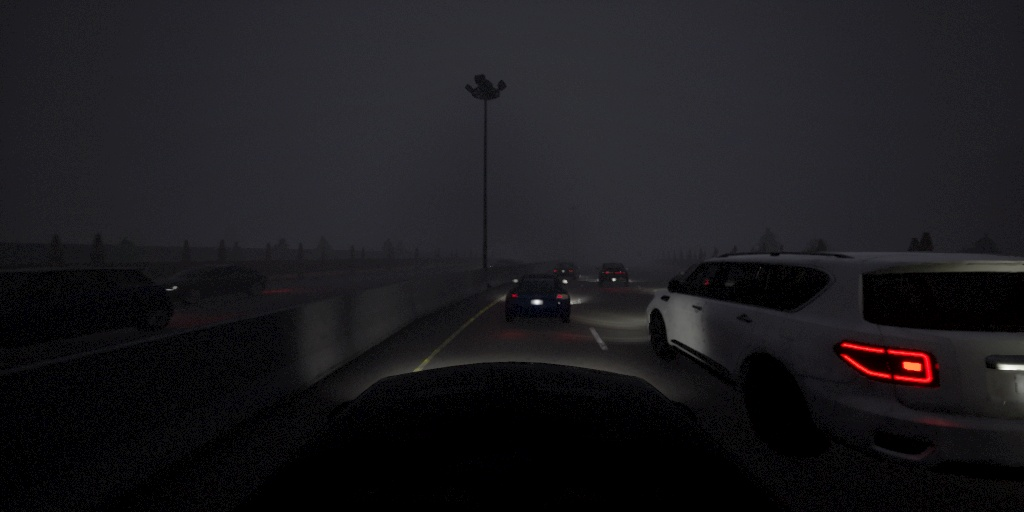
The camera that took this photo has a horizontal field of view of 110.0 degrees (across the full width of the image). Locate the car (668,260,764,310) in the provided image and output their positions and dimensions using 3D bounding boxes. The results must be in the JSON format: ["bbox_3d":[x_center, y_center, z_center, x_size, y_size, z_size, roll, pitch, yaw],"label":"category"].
[{"bbox_3d":[8.490,1.074,15.476,2.097,1.767,4.553,0,0,9],"label":"car"}]

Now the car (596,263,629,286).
[{"bbox_3d":[6.797,1.181,24.257,1.837,1.490,4.892,0,0,14],"label":"car"}]

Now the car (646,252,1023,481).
[{"bbox_3d":[3.781,0.971,5.164,2.150,2.045,5.566,0,0,3],"label":"car"}]

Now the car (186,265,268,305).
[{"bbox_3d":[-12.946,1.142,15.367,1.837,1.490,4.892,0,0,8],"label":"car"}]

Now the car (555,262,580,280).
[{"bbox_3d":[4.520,1.191,29.695,2.033,1.411,5.357,0,0,15],"label":"car"}]

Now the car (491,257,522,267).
[{"bbox_3d":[-0.723,1.092,38.032,1.837,1.490,4.892,0,0,15],"label":"car"}]

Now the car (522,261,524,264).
[{"bbox_3d":[0.419,1.111,55.986,1.895,1.301,4.718,0,0,15],"label":"car"}]

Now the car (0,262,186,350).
[{"bbox_3d":[-10.218,1.035,7.626,2.097,1.767,4.553,0,0,5],"label":"car"}]

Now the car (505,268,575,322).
[{"bbox_3d":[0.932,1.271,12.153,1.994,1.385,4.181,0,0,6],"label":"car"}]
